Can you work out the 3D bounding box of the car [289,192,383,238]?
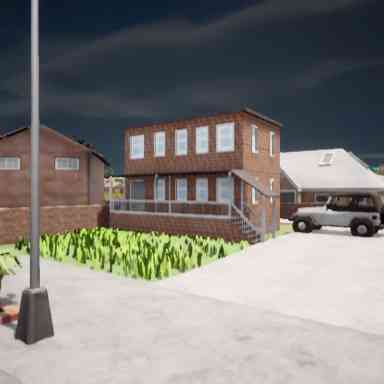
[{"bbox_3d":[6.274,0.939,14.177,3.866,1.878,1.905,0,0,36],"label":"car"}]
